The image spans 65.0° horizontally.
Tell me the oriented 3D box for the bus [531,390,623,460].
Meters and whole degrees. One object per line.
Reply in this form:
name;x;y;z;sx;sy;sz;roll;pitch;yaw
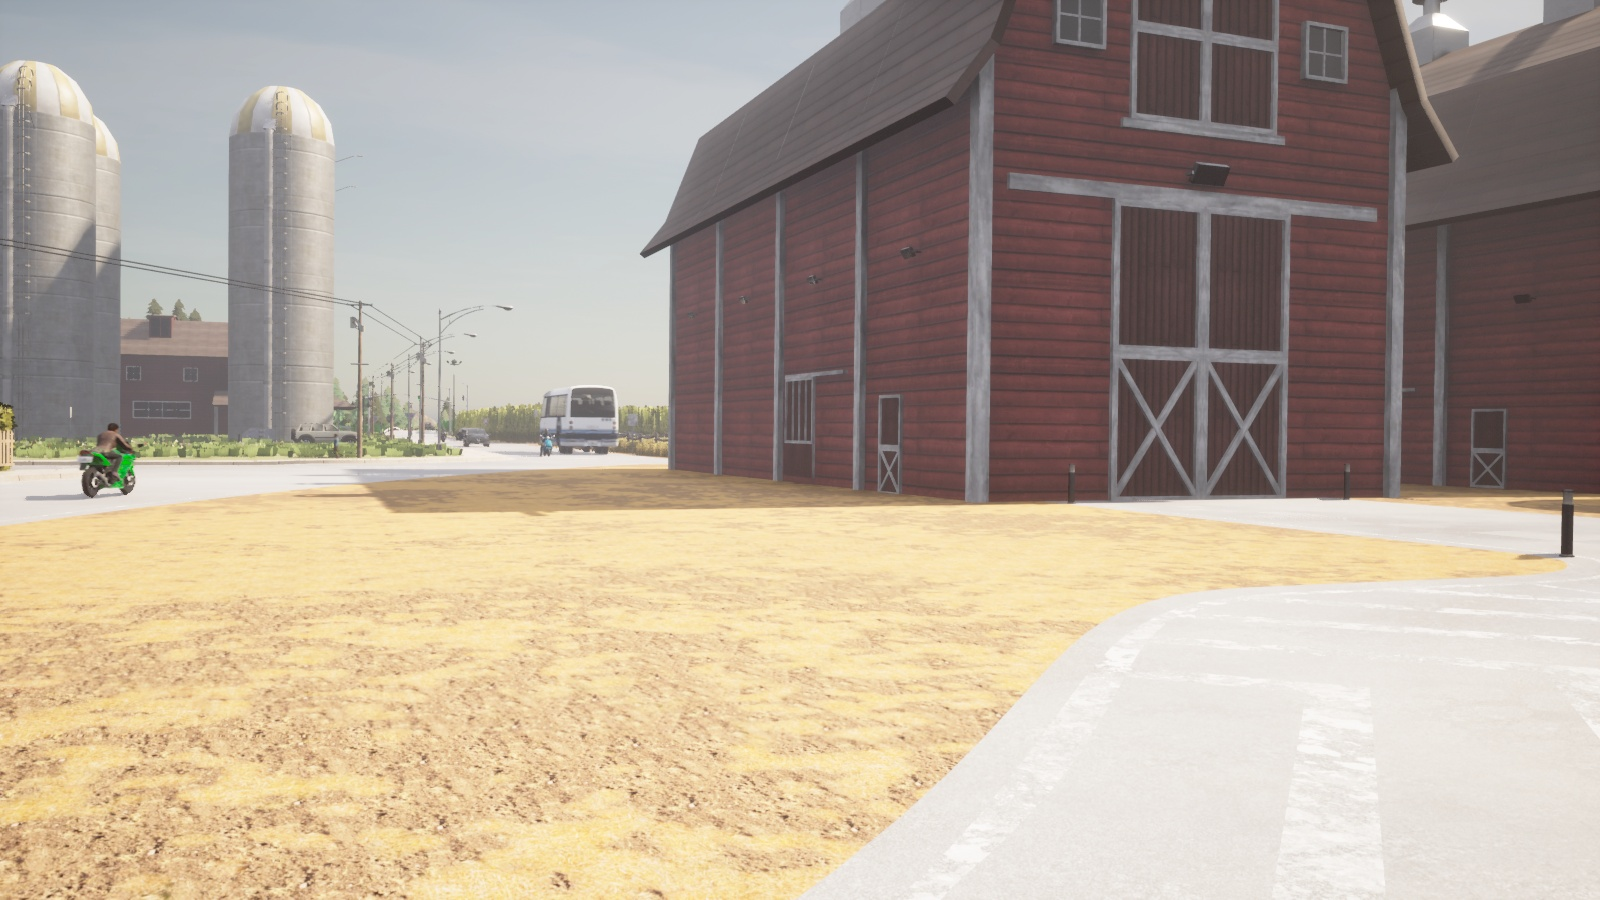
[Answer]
bus;-14.614;-1.606;81.462;3.944;4.253;10.273;-1;1;-21

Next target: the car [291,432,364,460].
car;-32.601;-0.303;86.657;4.605;1.855;1.932;-1;1;-22

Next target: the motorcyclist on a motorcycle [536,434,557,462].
motorcyclist on a motorcycle;-14.387;-0.113;71.271;0.866;1.590;1.817;-1;1;-21

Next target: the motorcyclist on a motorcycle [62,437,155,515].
motorcyclist on a motorcycle;-14.082;0.505;25.641;0.797;1.523;2.044;-1;0;-1
